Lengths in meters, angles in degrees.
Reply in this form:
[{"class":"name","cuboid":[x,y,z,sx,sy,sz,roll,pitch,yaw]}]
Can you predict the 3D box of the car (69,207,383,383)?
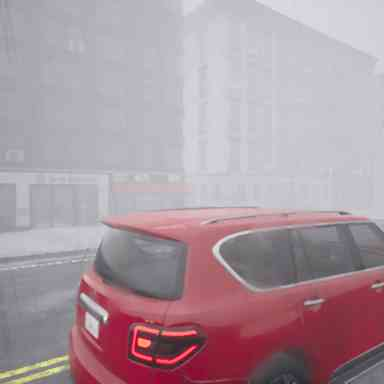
[{"class":"car","cuboid":[1.332,1.216,4.388,5.566,2.045,2.150,0,0,-35]}]
